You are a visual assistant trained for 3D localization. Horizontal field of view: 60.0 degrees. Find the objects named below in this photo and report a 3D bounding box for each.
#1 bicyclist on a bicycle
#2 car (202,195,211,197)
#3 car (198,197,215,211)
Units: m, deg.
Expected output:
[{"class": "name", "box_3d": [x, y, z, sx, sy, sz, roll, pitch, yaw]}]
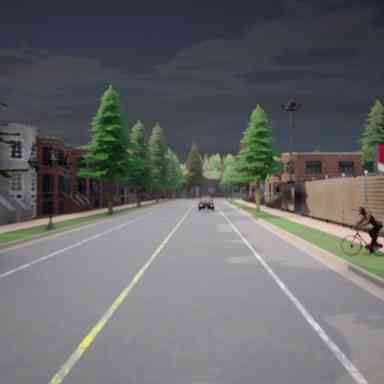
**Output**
[{"class": "bicyclist on a bicycle", "box_3d": [5.814, 1.333, 11.089, 1.656, 1.620, 0.582, 0, 0, 2]}, {"class": "car", "box_3d": [2.163, 1.296, 50.374, 2.097, 1.767, 4.553, 0, 0, 2]}, {"class": "car", "box_3d": [1.722, 1.558, 39.851, 1.895, 1.301, 4.718, 0, 0, 2]}]
